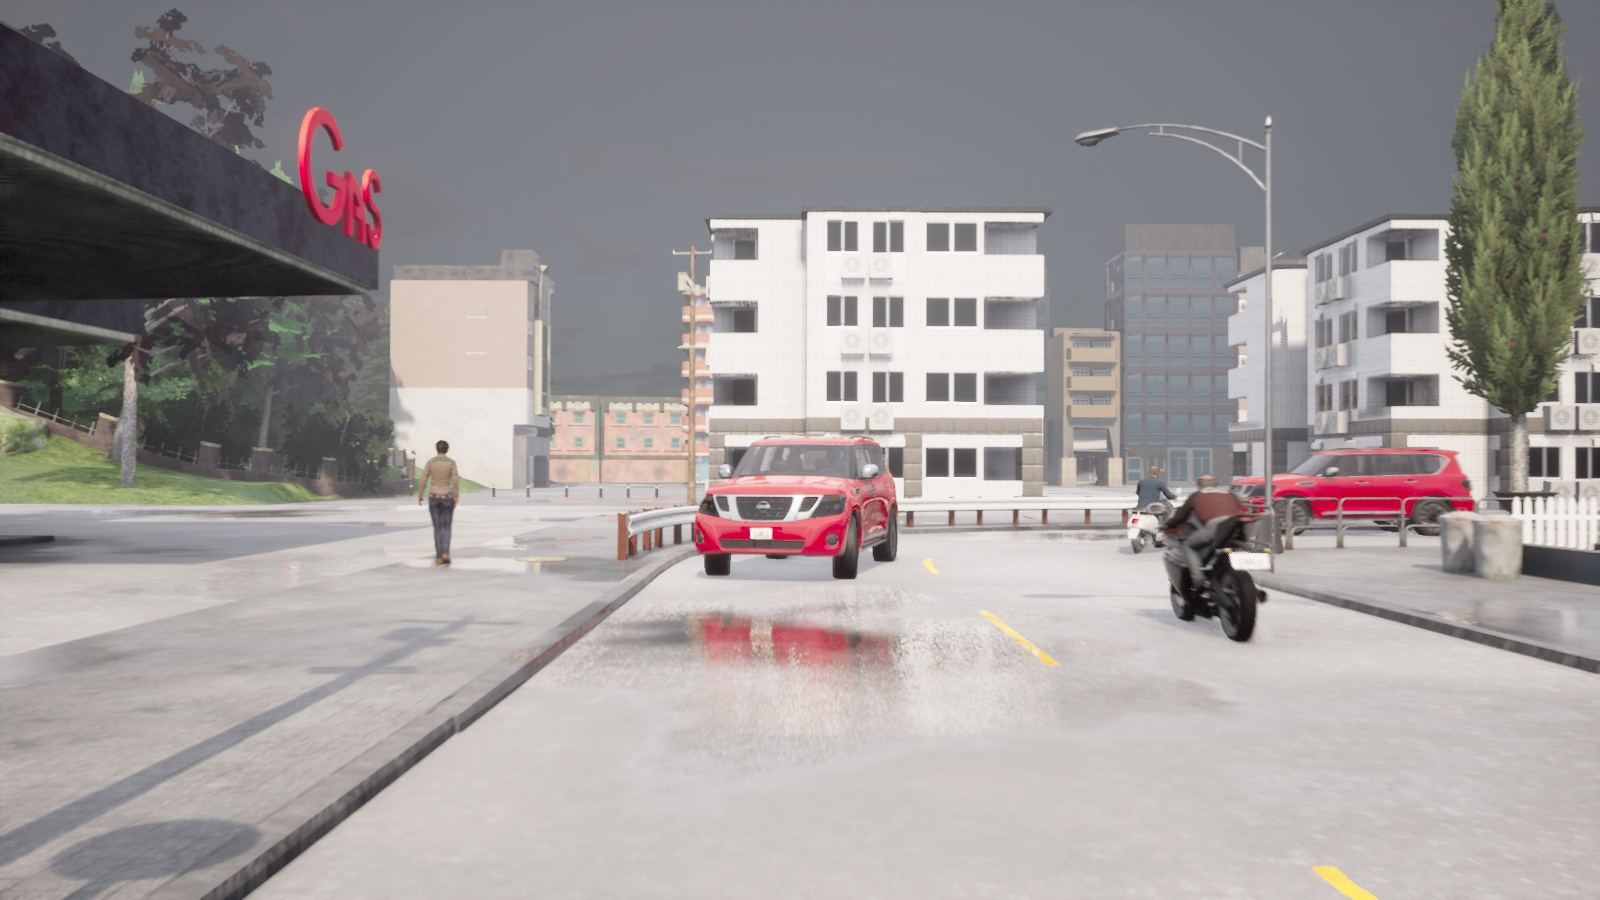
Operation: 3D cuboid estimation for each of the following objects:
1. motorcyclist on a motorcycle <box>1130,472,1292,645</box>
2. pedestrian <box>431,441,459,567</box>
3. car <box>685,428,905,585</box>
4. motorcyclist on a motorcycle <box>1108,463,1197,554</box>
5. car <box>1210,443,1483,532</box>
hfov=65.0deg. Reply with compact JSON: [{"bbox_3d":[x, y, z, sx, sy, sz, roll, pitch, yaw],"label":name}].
[{"bbox_3d":[3.971,0.993,12.356,0.866,1.530,2.191,0,-1,0],"label":"motorcyclist on a motorcycle"},{"bbox_3d":[-5.210,0.786,18.455,0.328,1.805,0.869,0,-1,-11],"label":"pedestrian"},{"bbox_3d":[0.136,0.787,19.359,2.150,2.045,5.566,-1,-1,13],"label":"car"},{"bbox_3d":[6.573,1.049,23.363,0.866,1.590,1.817,2,1,41],"label":"motorcyclist on a motorcycle"},{"bbox_3d":[12.950,0.877,30.007,5.566,2.045,2.150,0,-1,-1],"label":"car"}]
